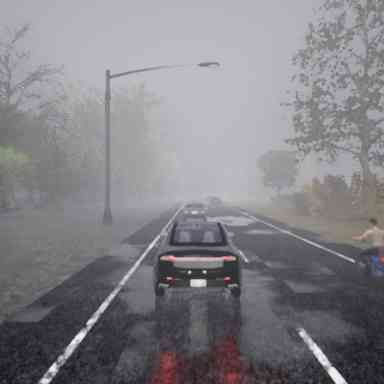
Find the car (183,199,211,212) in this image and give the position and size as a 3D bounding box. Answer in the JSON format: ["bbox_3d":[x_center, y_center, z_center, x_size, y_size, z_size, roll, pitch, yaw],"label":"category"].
[{"bbox_3d":[0.213,1.552,27.025,2.033,1.411,5.357,0,0,0],"label":"car"}]

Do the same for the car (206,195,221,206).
[{"bbox_3d":[3.844,1.496,55.764,1.882,1.535,5.008,0,0,0],"label":"car"}]

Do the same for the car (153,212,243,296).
[{"bbox_3d":[0.129,1.493,8.652,2.128,1.511,4.902,0,0,0],"label":"car"}]

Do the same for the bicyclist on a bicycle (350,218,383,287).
[{"bbox_3d":[4.515,1.448,8.389,0.866,1.612,1.509,0,0,0],"label":"bicyclist on a bicycle"}]

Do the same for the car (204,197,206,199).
[{"bbox_3d":[3.826,1.524,73.593,1.837,1.490,4.892,0,0,0],"label":"car"}]
